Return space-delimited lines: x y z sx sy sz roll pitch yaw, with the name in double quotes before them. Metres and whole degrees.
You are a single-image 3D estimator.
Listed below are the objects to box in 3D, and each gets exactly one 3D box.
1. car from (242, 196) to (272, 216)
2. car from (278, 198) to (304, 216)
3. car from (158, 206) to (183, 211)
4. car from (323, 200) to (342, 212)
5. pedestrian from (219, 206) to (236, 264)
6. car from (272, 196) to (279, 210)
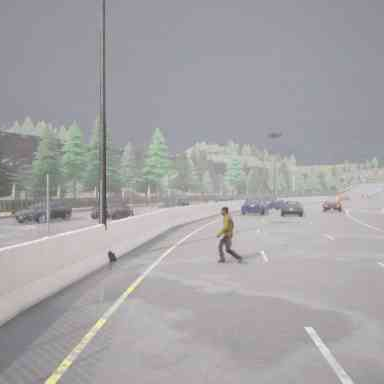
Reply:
"car" 6.377 1.352 33.107 2.097 1.767 4.553 0 0 20
"car" 9.864 1.563 32.471 1.994 1.385 4.181 0 0 21
"car" -1.755 1.491 31.709 2.128 1.511 4.902 0 0 19
"car" 16.538 1.601 38.952 1.895 1.301 4.718 0 0 26
"pedestrian" 1.092 1.294 10.292 0.375 1.860 0.375 0 0 6
"car" 10.431 1.352 42.534 2.097 1.767 4.553 0 0 28
